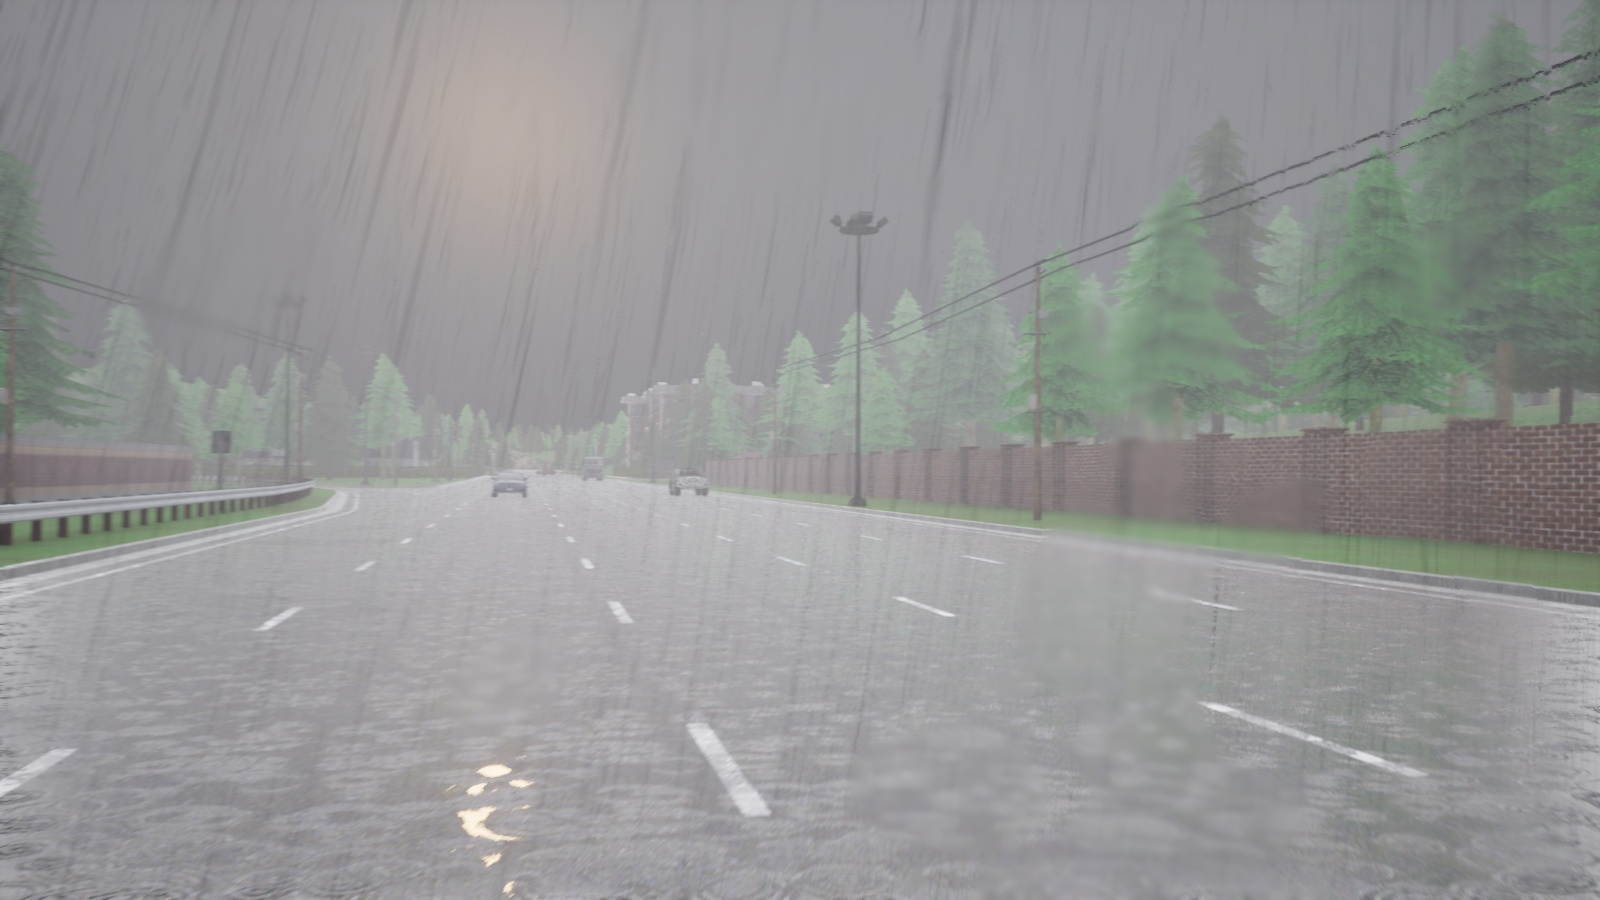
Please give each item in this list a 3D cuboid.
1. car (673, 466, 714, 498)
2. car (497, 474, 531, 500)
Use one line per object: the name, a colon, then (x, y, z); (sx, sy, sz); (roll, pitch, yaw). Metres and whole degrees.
car: (-6.499, 1.919, 76.168); (1.932, 1.855, 4.605); (0, -1, -12)
car: (-16.087, 2.053, 70.842); (1.812, 1.442, 4.674); (0, -1, -12)
